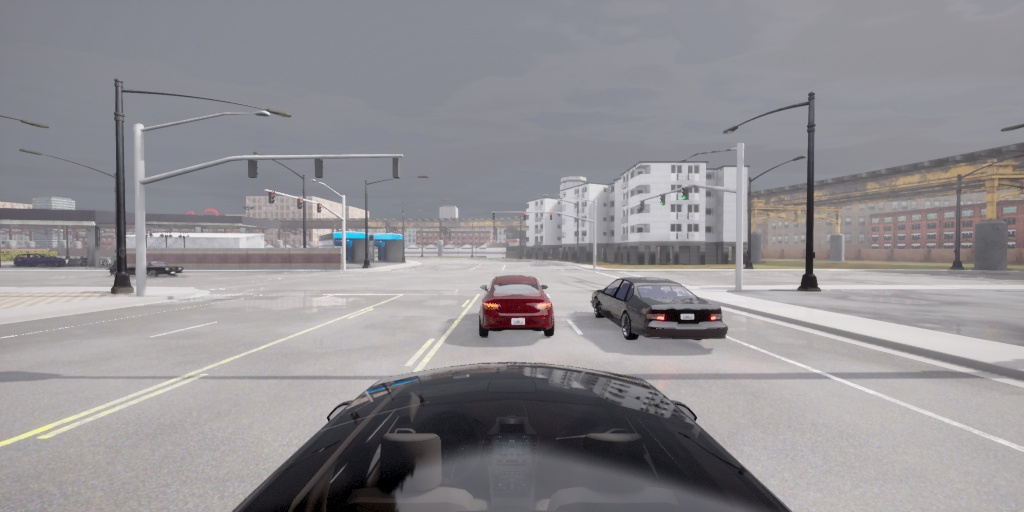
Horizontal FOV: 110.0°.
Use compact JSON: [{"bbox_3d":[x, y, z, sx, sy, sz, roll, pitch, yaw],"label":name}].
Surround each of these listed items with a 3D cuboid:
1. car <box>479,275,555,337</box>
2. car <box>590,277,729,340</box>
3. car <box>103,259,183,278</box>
[{"bbox_3d":[0.077,1.256,10.139,1.812,1.442,4.674,0,0,-1],"label":"car"},{"bbox_3d":[3.588,1.282,9.852,2.033,1.411,5.357,0,0,0],"label":"car"},{"bbox_3d":[-31.016,1.133,30.412,4.718,1.301,1.895,0,1,-1],"label":"car"}]
